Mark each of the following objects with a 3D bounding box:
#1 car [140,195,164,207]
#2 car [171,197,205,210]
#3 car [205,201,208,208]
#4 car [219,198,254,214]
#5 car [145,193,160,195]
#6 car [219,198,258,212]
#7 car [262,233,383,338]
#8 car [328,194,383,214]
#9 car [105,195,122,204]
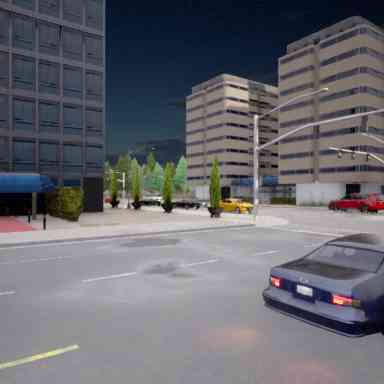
[{"bbox_3d":[-6.570,1.601,51.822,1.895,1.301,4.718,0,0,-35],"label":"car"},{"bbox_3d":[-0.852,1.601,43.655,1.895,1.301,4.718,0,0,-35],"label":"car"},{"bbox_3d":[0.295,1.491,48.119,2.128,1.511,4.902,0,0,-35],"label":"car"},{"bbox_3d":[4.509,1.478,36.001,1.882,1.535,5.008,0,0,-35],"label":"car"},{"bbox_3d":[-6.544,1.214,57.907,2.150,2.045,5.566,0,1,-35],"label":"car"},{"bbox_3d":[5.608,1.505,40.535,1.837,1.490,4.892,0,0,-35],"label":"car"},{"bbox_3d":[3.768,1.547,6.510,5.357,1.411,2.033,0,0,-35],"label":"car"},{"bbox_3d":[17.630,1.221,35.913,2.150,2.045,5.566,0,0,-36],"label":"car"},{"bbox_3d":[-15.224,1.393,64.330,2.097,1.767,4.553,0,0,-35],"label":"car"}]
